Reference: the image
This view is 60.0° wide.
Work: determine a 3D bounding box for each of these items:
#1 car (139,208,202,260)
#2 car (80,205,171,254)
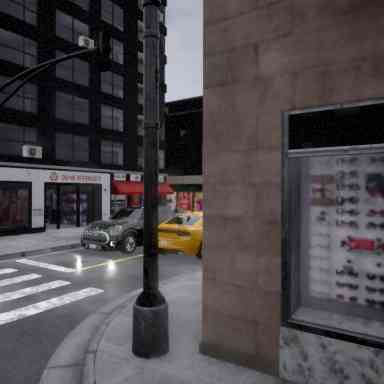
[{"bbox_3d":[0.463,1.500,12.849,1.882,1.535,5.008,0,0,33],"label":"car"},{"bbox_3d":[-2.323,1.365,13.798,2.097,1.767,4.553,0,0,33],"label":"car"}]
